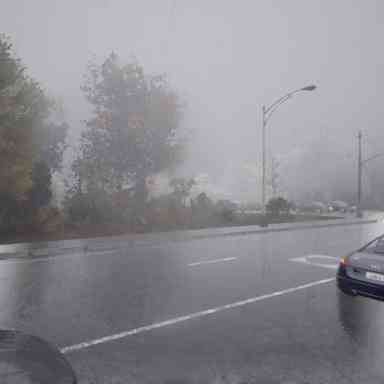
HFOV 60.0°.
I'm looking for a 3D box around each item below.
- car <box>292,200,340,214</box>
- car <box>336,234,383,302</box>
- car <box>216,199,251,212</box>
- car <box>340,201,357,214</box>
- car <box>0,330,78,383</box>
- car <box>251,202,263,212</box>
[{"bbox_3d":[13.559,1.741,37.556,2.128,1.511,4.902,0,-2,-32],"label":"car"},{"bbox_3d":[5.129,1.574,7.412,4.181,1.385,1.994,0,0,-34],"label":"car"},{"bbox_3d":[5.810,2.059,49.855,2.150,2.045,5.566,0,-3,-32],"label":"car"},{"bbox_3d":[16.739,1.741,39.058,2.128,1.511,4.902,0,-2,-34],"label":"car"},{"bbox_3d":[-3.044,1.505,1.572,4.892,1.490,1.837,0,0,-36],"label":"car"},{"bbox_3d":[10.094,2.212,49.624,2.128,1.511,4.902,0,-3,-32],"label":"car"}]
